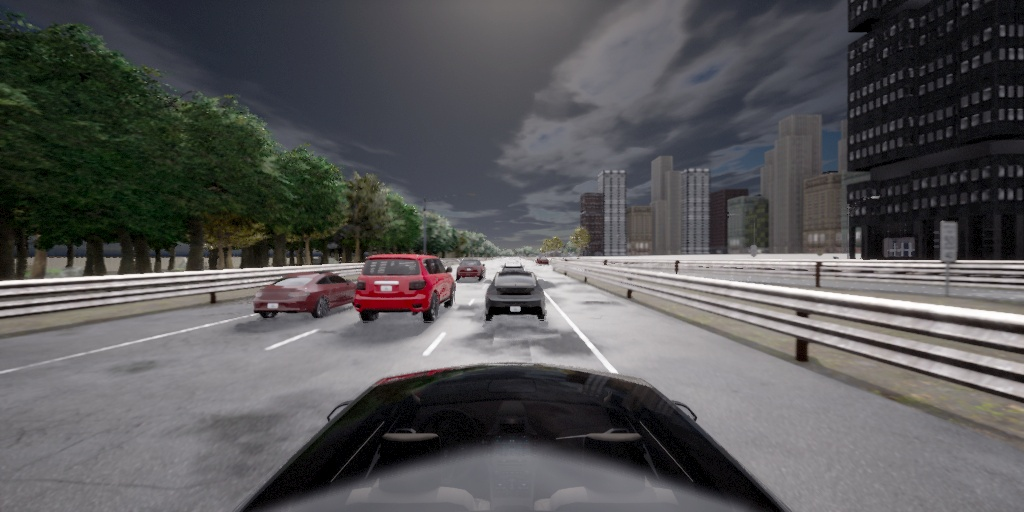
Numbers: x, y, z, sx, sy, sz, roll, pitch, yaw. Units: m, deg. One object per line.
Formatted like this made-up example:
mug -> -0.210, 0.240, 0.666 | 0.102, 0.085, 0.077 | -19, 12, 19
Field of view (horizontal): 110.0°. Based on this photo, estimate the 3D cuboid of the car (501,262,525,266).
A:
car -> 0.098, 1.210, 30.626 | 2.128, 1.511, 4.902 | 0, 0, 0

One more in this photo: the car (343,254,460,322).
car -> -3.402, 0.968, 12.401 | 2.150, 2.045, 5.566 | 0, 0, 0

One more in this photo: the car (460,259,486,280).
car -> -3.403, 1.071, 30.448 | 2.097, 1.767, 4.553 | 0, 0, 0

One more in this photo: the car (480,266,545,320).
car -> 0.099, 1.250, 12.555 | 1.837, 1.490, 4.892 | 0, 0, 0

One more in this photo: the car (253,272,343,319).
car -> -6.904, 1.271, 12.659 | 1.812, 1.442, 4.674 | 0, 0, 0

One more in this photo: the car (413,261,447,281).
car -> -6.903, 1.224, 30.757 | 1.837, 1.490, 4.892 | 0, 0, 0
